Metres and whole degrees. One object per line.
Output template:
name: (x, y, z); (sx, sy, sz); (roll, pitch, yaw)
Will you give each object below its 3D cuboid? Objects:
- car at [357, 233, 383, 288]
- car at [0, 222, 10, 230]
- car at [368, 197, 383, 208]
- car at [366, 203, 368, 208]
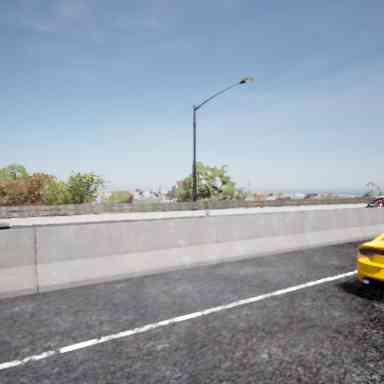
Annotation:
car: (5.956, 1.454, 7.953); (5.008, 1.535, 1.882); (0, 0, -35)
car: (-8.620, 1.476, 10.731); (5.008, 1.535, 1.882); (0, 0, -35)
car: (21.534, 1.289, 35.996); (4.553, 1.767, 2.097); (0, 0, -34)
car: (23.900, 1.441, 41.821); (4.892, 1.490, 1.837); (1, 0, -34)
